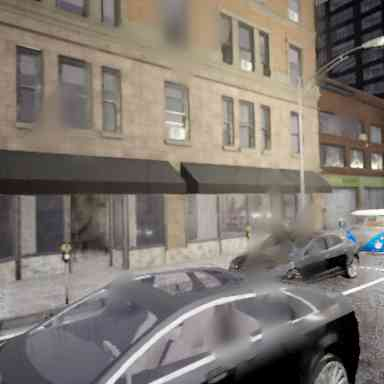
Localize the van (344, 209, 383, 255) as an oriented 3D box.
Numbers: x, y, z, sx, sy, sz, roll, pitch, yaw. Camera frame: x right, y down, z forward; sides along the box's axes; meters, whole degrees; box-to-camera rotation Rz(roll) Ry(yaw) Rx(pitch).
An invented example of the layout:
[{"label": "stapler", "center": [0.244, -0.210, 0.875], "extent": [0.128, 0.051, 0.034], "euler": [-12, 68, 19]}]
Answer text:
[{"label": "van", "center": [7.391, 1.540, 12.571], "extent": [3.998, 1.788, 1.690], "euler": [0, -2, -38]}]

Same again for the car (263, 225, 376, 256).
[{"label": "car", "center": [2.925, 1.775, 9.094], "extent": [4.313, 1.339, 1.947], "euler": [0, -2, -38]}]

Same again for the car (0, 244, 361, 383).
[{"label": "car", "center": [-0.303, 1.606, 3.135], "extent": [4.902, 1.511, 2.128], "euler": [0, -2, -37]}]
